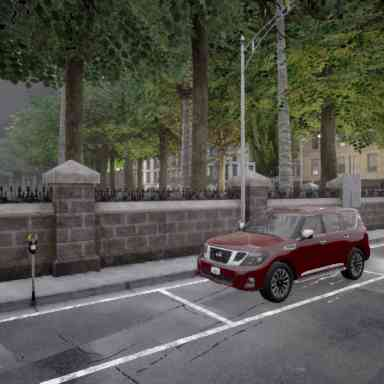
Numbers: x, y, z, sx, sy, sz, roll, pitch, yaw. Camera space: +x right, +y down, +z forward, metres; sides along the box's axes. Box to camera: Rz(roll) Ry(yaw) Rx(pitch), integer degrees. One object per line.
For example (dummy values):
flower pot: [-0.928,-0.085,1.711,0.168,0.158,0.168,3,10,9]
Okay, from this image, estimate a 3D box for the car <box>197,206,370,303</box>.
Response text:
car: [2.523,1.314,8.391,5.009,1.841,2.192,0,0,-36]
